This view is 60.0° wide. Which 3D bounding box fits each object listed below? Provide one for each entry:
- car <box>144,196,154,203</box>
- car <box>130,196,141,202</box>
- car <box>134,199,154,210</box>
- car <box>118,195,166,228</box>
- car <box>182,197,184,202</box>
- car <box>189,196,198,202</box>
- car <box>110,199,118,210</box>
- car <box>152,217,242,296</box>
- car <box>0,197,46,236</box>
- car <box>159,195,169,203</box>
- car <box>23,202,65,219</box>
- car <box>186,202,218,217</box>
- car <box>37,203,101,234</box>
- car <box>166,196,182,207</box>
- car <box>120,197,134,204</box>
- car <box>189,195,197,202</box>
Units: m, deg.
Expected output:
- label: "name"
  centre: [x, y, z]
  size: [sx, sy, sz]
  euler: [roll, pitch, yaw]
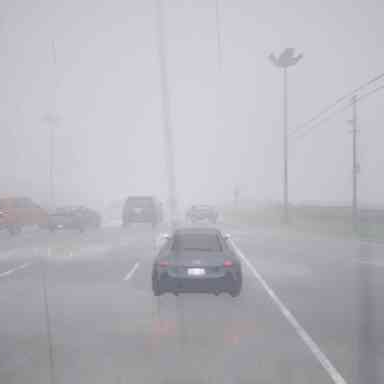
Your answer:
- label: "car"
  centre: [-10.182, 1.780, 78.921]
  size: [1.837, 1.490, 4.892]
  euler: [0, 0, 0]
- label: "car"
  centre: [-13.676, 1.671, 80.467]
  size: [1.994, 1.385, 4.181]
  euler: [0, 0, 0]
- label: "car"
  centre: [-6.711, 1.715, 47.220]
  size: [2.033, 1.411, 5.357]
  euler: [0, 0, 0]
- label: "car"
  centre: [-3.307, 1.305, 23.079]
  size: [2.150, 2.045, 5.566]
  euler: [0, 0, 0]
- label: "car"
  centre: [-3.172, 1.645, 81.597]
  size: [2.097, 1.767, 4.553]
  euler: [0, 0, 0]
- label: "car"
  centre: [0.283, 1.795, 70.407]
  size: [1.994, 1.385, 4.181]
  euler: [0, 0, 0]
- label: "car"
  centre: [-10.211, 1.714, 46.966]
  size: [2.033, 1.411, 5.357]
  euler: [0, 0, 0]
- label: "car"
  centre: [0.128, 1.596, 8.776]
  size: [1.994, 1.385, 4.181]
  euler: [0, 0, 1]
- label: "car"
  centre: [-10.325, 1.290, 19.214]
  size: [2.150, 2.045, 5.566]
  euler: [0, 0, 0]
- label: "car"
  centre: [-6.680, 1.637, 79.433]
  size: [2.097, 1.767, 4.553]
  euler: [0, 0, 0]
- label: "car"
  centre: [-13.774, 1.675, 31.250]
  size: [1.994, 1.385, 4.181]
  euler: [0, 0, 0]
- label: "car"
  centre: [0.682, 1.695, 26.615]
  size: [1.895, 1.301, 4.718]
  euler: [0, 0, -9]
- label: "car"
  centre: [-6.821, 1.562, 19.707]
  size: [2.128, 1.511, 4.902]
  euler: [0, 0, 0]
- label: "car"
  centre: [-3.182, 1.547, 54.528]
  size: [2.097, 1.767, 4.553]
  euler: [0, 0, 0]
- label: "car"
  centre: [-13.717, 1.794, 70.430]
  size: [1.994, 1.385, 4.181]
  euler: [0, 0, 0]
- label: "car"
  centre: [0.324, 1.596, 80.411]
  size: [1.882, 1.535, 5.008]
  euler: [0, 0, 0]
